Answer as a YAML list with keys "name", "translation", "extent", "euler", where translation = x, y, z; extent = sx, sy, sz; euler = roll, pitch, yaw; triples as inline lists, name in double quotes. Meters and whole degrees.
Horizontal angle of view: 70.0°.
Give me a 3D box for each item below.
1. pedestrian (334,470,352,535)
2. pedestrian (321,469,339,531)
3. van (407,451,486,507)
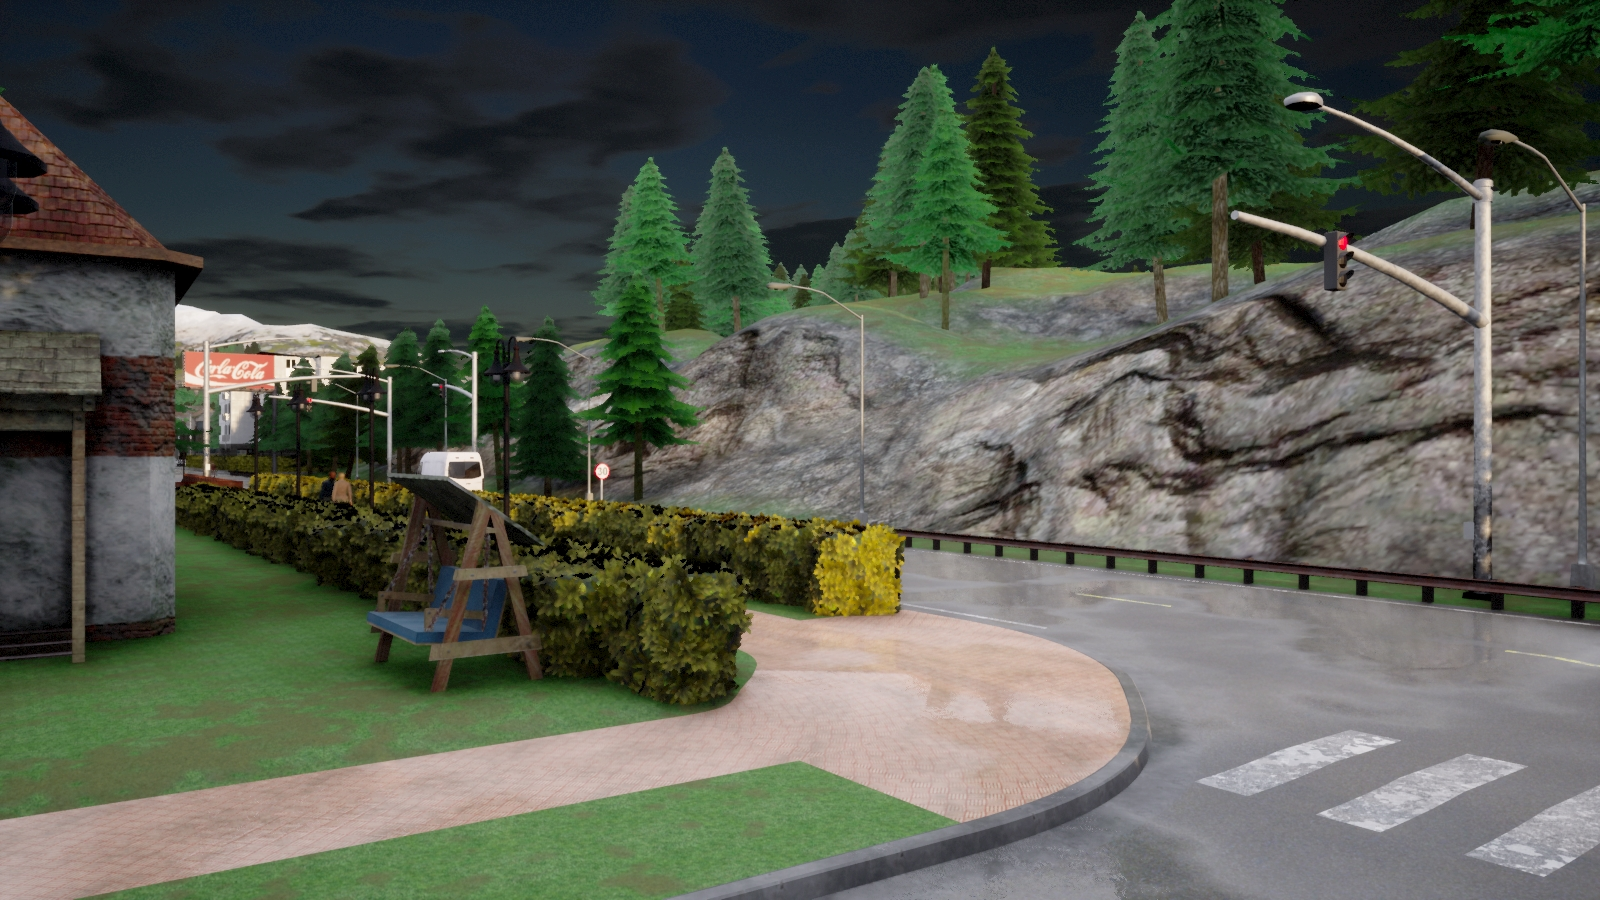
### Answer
- name: "pedestrian"
  translation: [-13.173, 1.500, 32.933]
  extent: [0.375, 1.860, 0.375]
  euler: [0, 0, -38]
- name: "pedestrian"
  translation: [-14.296, 1.501, 34.750]
  extent: [0.375, 1.860, 0.375]
  euler: [0, 0, 39]
- name: "van"
  translation: [-17.321, 1.338, 55.782]
  extent: [1.988, 2.561, 5.915]
  euler: [0, 0, -35]
